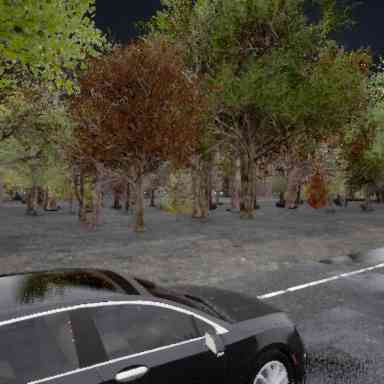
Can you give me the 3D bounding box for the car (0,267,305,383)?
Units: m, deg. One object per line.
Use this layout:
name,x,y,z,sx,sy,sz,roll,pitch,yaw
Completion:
car,-0.974,1.504,3.054,4.892,1.490,1.837,0,0,-36
